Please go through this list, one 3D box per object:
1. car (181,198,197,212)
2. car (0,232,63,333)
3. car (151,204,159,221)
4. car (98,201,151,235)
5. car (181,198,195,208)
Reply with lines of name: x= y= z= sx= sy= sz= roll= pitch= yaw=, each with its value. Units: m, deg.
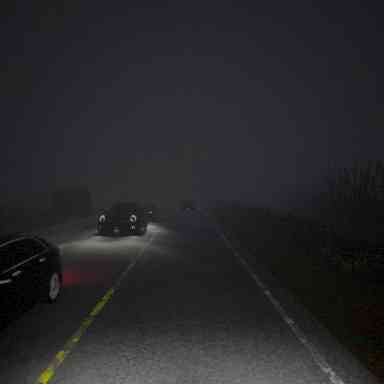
car: x=-0.384 y=1.605 z=39.501 sx=1.895 sy=1.301 sz=4.718 roll=0 pitch=0 yaw=0
car: x=-3.670 y=1.506 z=5.354 sx=1.837 sy=1.490 sz=4.892 roll=0 pitch=0 yaw=-1
car: x=-3.811 y=1.616 z=26.918 sx=1.895 sy=1.301 sz=4.718 roll=0 pitch=0 yaw=-1
car: x=-3.808 y=1.353 z=18.884 sx=2.097 sy=1.767 sz=4.553 roll=0 pitch=0 yaw=-1
car: x=-0.529 y=1.569 z=49.517 sx=1.994 sy=1.385 sz=4.181 roll=0 pitch=0 yaw=0
